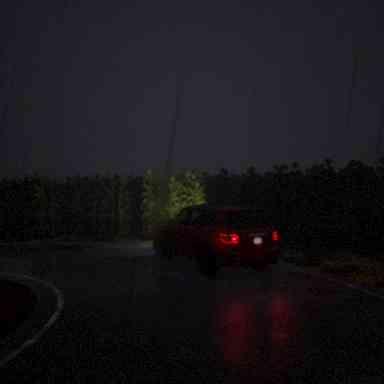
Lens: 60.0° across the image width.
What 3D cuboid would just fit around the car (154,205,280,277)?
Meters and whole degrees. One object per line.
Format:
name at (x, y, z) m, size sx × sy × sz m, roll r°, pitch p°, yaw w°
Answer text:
car at (0.574, 1.465, 11.447) m, size 2.150 × 2.045 × 5.566 m, roll 0°, pitch -1°, yaw -27°
